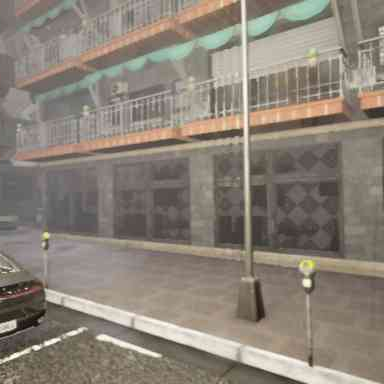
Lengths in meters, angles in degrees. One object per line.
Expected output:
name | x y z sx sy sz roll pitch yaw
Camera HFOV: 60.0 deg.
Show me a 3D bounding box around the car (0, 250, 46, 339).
car | -4.296 1.619 5.792 4.403 1.369 2.008 -1 -1 35
